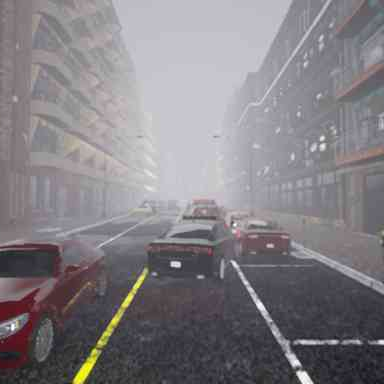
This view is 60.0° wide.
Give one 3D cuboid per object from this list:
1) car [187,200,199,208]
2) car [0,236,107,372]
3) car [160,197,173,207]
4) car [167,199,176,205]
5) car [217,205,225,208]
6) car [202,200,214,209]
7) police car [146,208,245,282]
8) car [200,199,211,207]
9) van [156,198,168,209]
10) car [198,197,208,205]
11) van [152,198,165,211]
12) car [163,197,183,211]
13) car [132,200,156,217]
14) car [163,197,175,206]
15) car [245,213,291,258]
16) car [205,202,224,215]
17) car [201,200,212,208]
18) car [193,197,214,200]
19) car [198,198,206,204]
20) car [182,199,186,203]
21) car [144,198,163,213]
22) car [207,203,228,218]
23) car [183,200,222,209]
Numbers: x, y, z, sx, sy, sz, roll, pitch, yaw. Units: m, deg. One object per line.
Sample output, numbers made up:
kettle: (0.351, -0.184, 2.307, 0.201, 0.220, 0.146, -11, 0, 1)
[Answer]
car: (0.107, 2.149, 60.664, 2.128, 1.511, 4.902, 0, -1, 0)
car: (-2.839, 1.583, 5.938, 1.812, 1.442, 4.674, 0, -1, 0)
car: (-5.170, 2.074, 68.655, 2.192, 1.841, 5.009, 1, -1, 0)
car: (-5.147, 2.542, 85.243, 1.947, 1.339, 4.313, 1, -1, 0)
car: (2.617, 1.712, 18.975, 1.752, 1.417, 4.829, 1, -1, 0)
car: (2.685, 2.164, 57.517, 1.887, 1.381, 4.507, 1, -1, 0)
police car: (0.293, 1.525, 10.328, 1.930, 1.638, 5.238, 0, -1, 15)
car: (2.715, 2.198, 68.579, 1.967, 1.590, 4.097, 1, -1, 0)
van: (-5.190, 1.961, 57.595, 1.690, 1.788, 3.998, 1, -1, 0)
car: (2.695, 2.216, 79.641, 2.192, 1.841, 5.009, 1, -1, 0)
van: (-5.199, 1.893, 52.063, 1.690, 1.788, 3.998, 2, -1, 0)
car: (-2.756, 1.857, 48.072, 2.097, 1.767, 4.553, 0, -1, 0)
car: (-5.234, 1.887, 35.302, 1.752, 1.417, 4.829, 2, -1, 0)
car: (-5.160, 2.145, 74.184, 2.192, 1.841, 5.009, 1, -1, 0)
car: (2.607, 1.674, 13.273, 1.887, 1.381, 4.507, 1, -1, 0)
car: (2.655, 1.975, 40.926, 2.008, 1.369, 4.403, 1, -1, 0)
car: (2.695, 2.232, 63.046, 1.887, 1.381, 4.507, 1, -1, 0)
car: (0.870, 1.485, 25.982, 2.150, 2.045, 5.566, 0, -1, 0)
car: (2.712, 2.492, 90.702, 1.967, 1.590, 4.097, 1, -1, 0)
car: (0.086, 2.048, 46.191, 1.994, 1.385, 4.181, 0, -1, 1)
car: (-5.218, 1.740, 41.005, 2.192, 1.841, 5.009, 2, -1, 0)
car: (2.646, 1.908, 35.394, 1.887, 1.381, 4.507, 1, -1, 0)
car: (0.723, 1.547, 19.872, 2.097, 1.767, 4.553, 0, -1, -3)
